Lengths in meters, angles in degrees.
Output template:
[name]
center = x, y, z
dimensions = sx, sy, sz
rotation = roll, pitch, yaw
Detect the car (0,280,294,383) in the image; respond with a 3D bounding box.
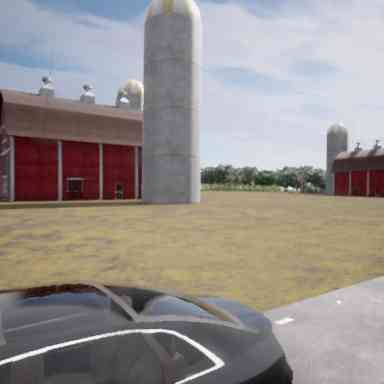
[car]
center = -1.417, 1.505, 2.053
dimensions = 4.892, 1.490, 1.837
rotation = 0, 0, -36
